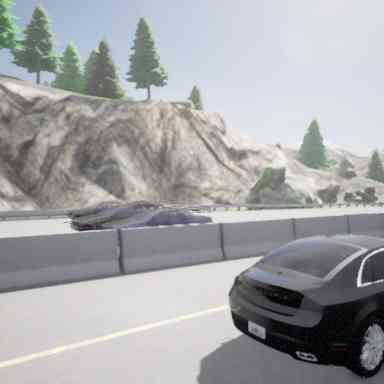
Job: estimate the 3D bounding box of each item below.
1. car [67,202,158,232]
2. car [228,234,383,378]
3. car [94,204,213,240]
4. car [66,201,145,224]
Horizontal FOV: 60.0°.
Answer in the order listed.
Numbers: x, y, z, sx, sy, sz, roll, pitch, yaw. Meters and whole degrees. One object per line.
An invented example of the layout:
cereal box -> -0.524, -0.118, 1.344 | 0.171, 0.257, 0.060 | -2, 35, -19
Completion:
car -> -3.711, 1.463, 18.192 | 5.357, 1.411, 2.033 | 0, 0, -32
car -> 2.837, 1.471, 5.503 | 4.892, 1.490, 1.837 | 0, 0, -33
car -> -1.479, 1.472, 15.481 | 5.357, 1.411, 2.033 | 0, 0, -32
car -> -6.364, 1.434, 24.794 | 5.357, 1.411, 2.033 | 0, 0, -32
